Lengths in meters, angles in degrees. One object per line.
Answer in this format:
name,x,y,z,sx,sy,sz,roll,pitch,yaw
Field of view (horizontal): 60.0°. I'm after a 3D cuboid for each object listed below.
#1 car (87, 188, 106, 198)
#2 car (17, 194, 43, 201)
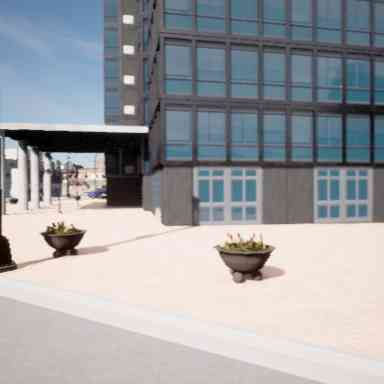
car,-19.708,0.256,71.032,2.150,2.045,5.566,0,1,29
car,-27.393,0.971,57.247,1.895,1.301,4.718,0,1,30
